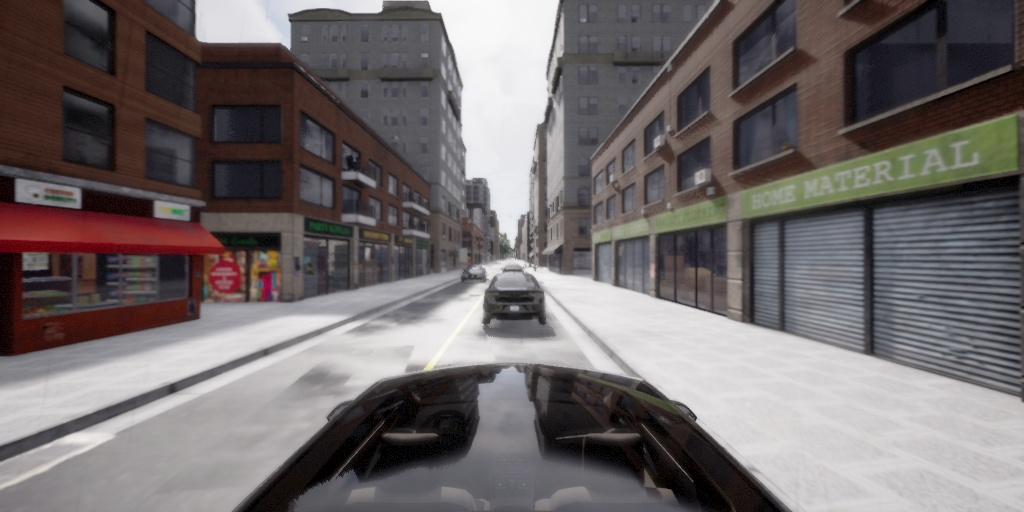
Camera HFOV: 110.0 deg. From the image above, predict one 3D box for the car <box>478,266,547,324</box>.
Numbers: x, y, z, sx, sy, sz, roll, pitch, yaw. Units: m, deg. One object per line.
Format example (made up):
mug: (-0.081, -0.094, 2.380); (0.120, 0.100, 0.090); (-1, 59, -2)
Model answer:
car: (0.083, 1.288, 12.299); (1.882, 1.535, 5.008); (0, 0, 0)

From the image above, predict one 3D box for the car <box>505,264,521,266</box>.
car: (0.090, 1.435, 31.695); (1.837, 1.490, 4.892); (0, 0, 0)

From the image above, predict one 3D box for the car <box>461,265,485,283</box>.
car: (-3.102, 1.484, 30.161); (1.994, 1.385, 4.181); (0, 0, 0)
